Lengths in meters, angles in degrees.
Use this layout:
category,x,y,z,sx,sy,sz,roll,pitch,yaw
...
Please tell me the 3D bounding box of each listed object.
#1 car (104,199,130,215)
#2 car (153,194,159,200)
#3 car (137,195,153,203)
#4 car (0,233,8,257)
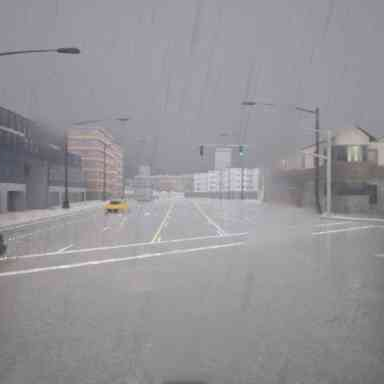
category,x,y,z,sx,sy,sz,roll,pitch,yaw
car,-7.591,1.499,33.966,1.882,1.535,5.008,0,1,-2
car,-9.349,1.307,84.087,2.128,1.511,4.902,0,-1,-2
car,-8.441,1.165,58.223,1.895,1.301,4.718,0,1,-2
car,-6.686,1.569,8.214,2.033,1.411,5.357,0,0,-2
